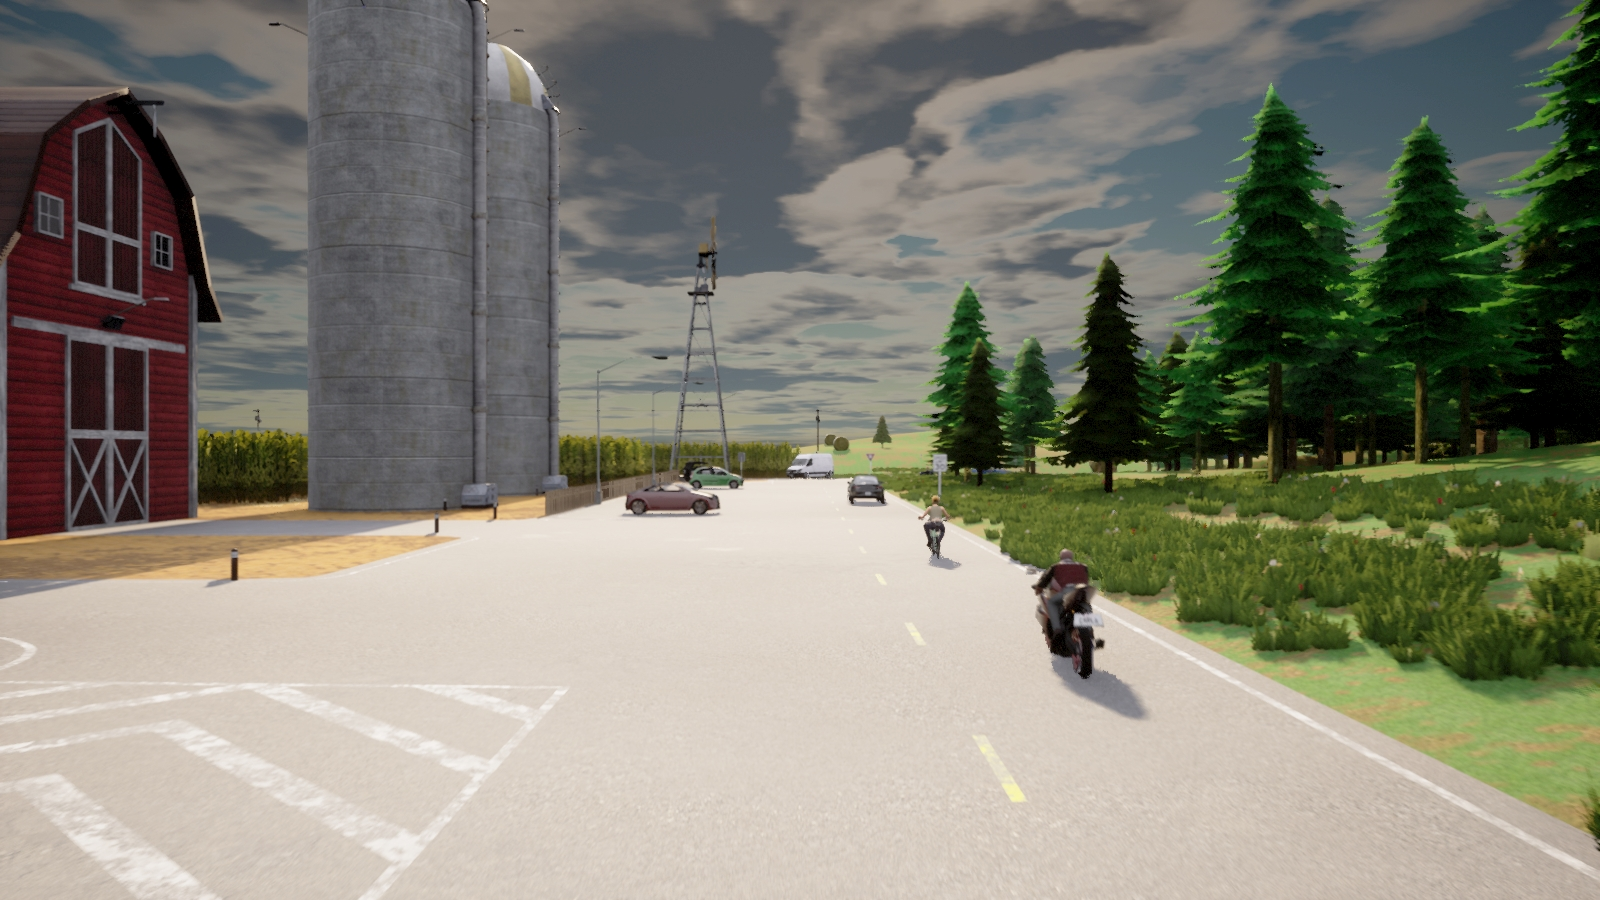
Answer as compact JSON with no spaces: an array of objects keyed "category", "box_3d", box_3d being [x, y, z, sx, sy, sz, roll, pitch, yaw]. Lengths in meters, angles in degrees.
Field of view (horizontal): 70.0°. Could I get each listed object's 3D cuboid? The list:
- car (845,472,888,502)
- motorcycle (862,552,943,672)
[{"category":"car","box_3d":[3.506,1.936,61.176,2.002,1.442,4.674,0,0,0]},{"category":"motorcycle","box_3d":[1.304,2.064,14.944,0.867,1.251,2.209,0,0,0]}]
